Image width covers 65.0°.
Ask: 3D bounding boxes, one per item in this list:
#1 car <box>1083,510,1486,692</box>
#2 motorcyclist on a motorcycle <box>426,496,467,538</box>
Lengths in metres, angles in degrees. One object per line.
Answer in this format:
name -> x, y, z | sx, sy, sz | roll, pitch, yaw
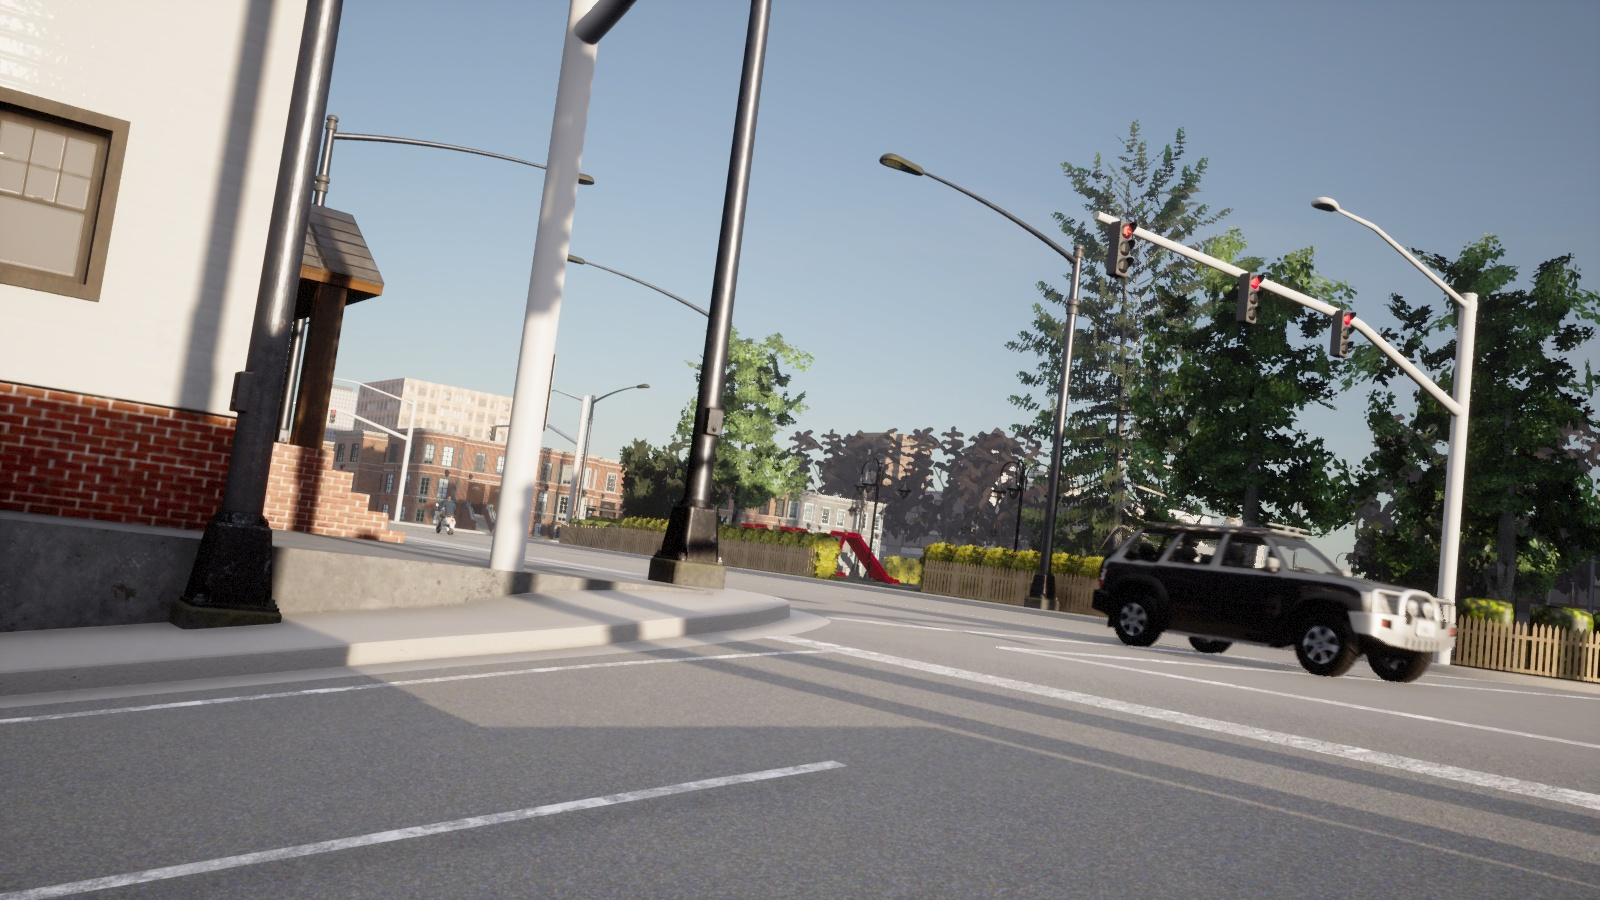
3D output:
car -> 6.298, 1.925, 16.845 | 1.932, 1.855, 4.605 | 10, -6, -35
motorcyclist on a motorcycle -> -14.739, 2.788, 52.393 | 0.866, 1.590, 1.817 | 10, -6, -35
